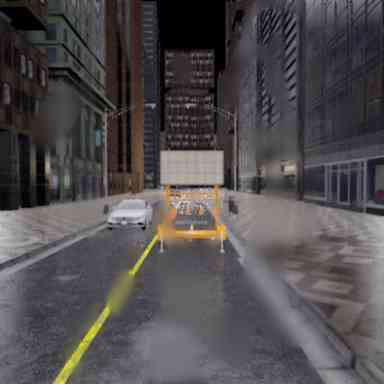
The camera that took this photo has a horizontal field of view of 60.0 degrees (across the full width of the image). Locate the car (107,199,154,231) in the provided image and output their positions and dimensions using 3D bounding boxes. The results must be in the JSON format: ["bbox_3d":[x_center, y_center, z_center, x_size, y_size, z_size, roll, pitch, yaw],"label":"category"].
[{"bbox_3d":[-3.105,1.106,17.598,1.812,1.442,4.674,0,1,0],"label":"car"}]

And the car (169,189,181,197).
[{"bbox_3d":[-3.068,0.193,59.636,1.895,1.301,4.718,0,1,1],"label":"car"}]

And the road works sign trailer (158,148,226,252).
[{"bbox_3d":[0.001,0.169,12.348,2.380,3.560,2.880,0,1,0],"label":"road works sign trailer"}]
